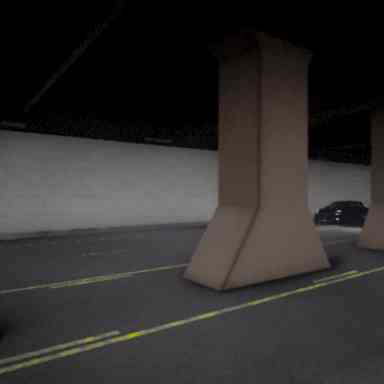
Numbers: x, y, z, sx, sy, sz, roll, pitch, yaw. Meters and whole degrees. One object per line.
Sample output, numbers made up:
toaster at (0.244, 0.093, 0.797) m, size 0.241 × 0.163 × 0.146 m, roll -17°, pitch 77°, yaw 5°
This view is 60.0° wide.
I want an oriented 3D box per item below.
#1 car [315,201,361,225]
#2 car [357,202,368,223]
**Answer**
car at (11.249, 1.445, 24.922) m, size 4.553 × 1.767 × 2.097 m, roll 0°, pitch 0°, yaw -35°
car at (13.304, 1.598, 22.090) m, size 4.892 × 1.490 × 1.837 m, roll 0°, pitch 0°, yaw -35°
